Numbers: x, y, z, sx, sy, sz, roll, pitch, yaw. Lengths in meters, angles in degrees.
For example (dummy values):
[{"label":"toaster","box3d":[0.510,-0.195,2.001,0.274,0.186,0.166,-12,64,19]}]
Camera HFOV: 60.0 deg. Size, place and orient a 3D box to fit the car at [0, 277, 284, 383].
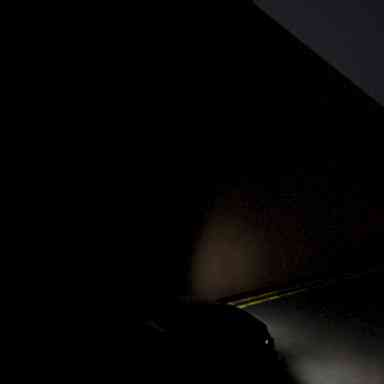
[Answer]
[{"label":"car","box3d":[-1.233,1.529,2.866,4.674,1.442,1.812,0,0,-35]}]
